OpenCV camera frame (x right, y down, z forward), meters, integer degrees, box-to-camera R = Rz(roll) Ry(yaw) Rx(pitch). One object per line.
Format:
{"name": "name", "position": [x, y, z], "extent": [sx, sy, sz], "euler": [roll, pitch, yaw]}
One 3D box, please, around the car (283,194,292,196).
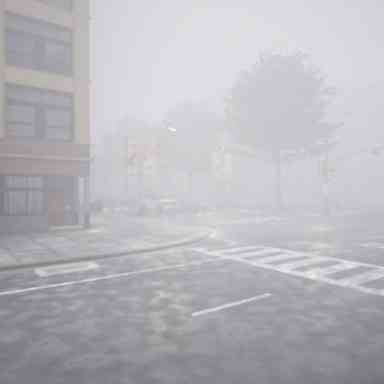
{"name": "car", "position": [19.110, 1.065, 69.740], "extent": [2.002, 1.452, 4.674], "euler": [0, 0, -36]}

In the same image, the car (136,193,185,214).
{"name": "car", "position": [-3.454, 1.142, 35.101], "extent": [2.150, 2.045, 5.566], "euler": [0, 0, -36]}

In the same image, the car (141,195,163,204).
{"name": "car", "position": [-7.367, 1.374, 60.395], "extent": [1.837, 1.490, 4.892], "euler": [0, 0, -36]}

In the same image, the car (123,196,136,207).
{"name": "car", "position": [-10.167, 1.414, 50.576], "extent": [1.837, 1.490, 4.892], "euler": [0, 0, -35]}

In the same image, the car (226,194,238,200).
{"name": "car", "position": [8.635, 1.177, 77.225], "extent": [2.161, 1.482, 4.786], "euler": [0, 0, -36]}

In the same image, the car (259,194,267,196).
{"name": "car", "position": [18.287, 1.174, 83.673], "extent": [1.895, 1.301, 4.718], "euler": [0, 0, -36]}

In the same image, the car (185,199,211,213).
{"name": "car", "position": [-0.225, 1.452, 36.603], "extent": [2.033, 1.411, 5.357], "euler": [0, 0, -36]}

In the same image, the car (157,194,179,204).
{"name": "car", "position": [-4.508, 1.205, 62.415], "extent": [2.097, 1.767, 4.553], "euler": [0, 0, -36]}

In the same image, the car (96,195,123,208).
{"name": "car", "position": [-12.031, 1.272, 47.143], "extent": [2.097, 1.767, 4.553], "euler": [0, 0, -35]}
